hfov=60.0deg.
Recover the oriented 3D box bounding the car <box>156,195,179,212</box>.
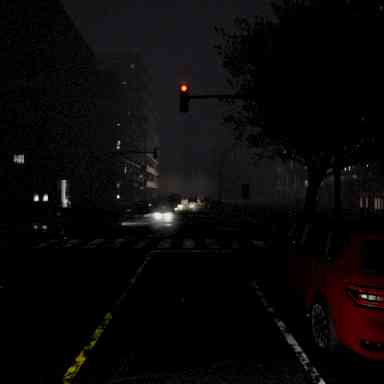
[{"bbox_3d":[-3.081,1.505,39.209,2.128,1.511,4.902,0,0,2],"label":"car"}]

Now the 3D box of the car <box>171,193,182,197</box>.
[{"bbox_3d":[-3.048,1.257,60.142,2.150,2.045,5.566,0,0,0],"label":"car"}]

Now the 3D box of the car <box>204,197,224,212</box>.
[{"bbox_3d":[2.703,1.557,38.310,1.887,1.381,4.507,0,0,0],"label":"car"}]

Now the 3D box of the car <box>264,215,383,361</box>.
[{"bbox_3d":[2.695,1.315,5.922,2.192,1.841,5.009,0,0,0],"label":"car"}]

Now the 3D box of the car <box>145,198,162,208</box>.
[{"bbox_3d":[-5.674,1.573,49.378,2.008,1.369,4.403,0,0,0],"label":"car"}]

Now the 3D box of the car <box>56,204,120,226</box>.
[{"bbox_3d":[-7.132,1.551,22.981,4.181,1.385,1.994,1,0,-19],"label":"car"}]

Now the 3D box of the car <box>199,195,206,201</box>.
[{"bbox_3d":[2.718,1.621,88.104,1.887,1.381,4.507,0,0,0],"label":"car"}]

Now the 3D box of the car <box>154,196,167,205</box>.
[{"bbox_3d":[-5.670,1.476,60.444,1.967,1.590,4.097,0,0,0],"label":"car"}]

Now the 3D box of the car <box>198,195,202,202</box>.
[{"bbox_3d":[2.711,1.625,65.973,1.802,1.307,4.206,0,0,0],"label":"car"}]

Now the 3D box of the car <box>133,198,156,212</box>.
[{"bbox_3d":[-5.677,1.563,38.312,2.008,1.369,4.403,0,0,0],"label":"car"}]

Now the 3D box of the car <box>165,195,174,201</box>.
[{"bbox_3d":[-5.664,1.507,82.574,1.967,1.590,4.097,0,0,0],"label":"car"}]

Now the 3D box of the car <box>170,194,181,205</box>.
[{"bbox_3d":[-3.071,1.500,49.430,1.882,1.535,5.008,0,0,0],"label":"car"}]

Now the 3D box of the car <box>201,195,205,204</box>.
[{"bbox_3d":[2.706,1.548,49.545,1.752,1.417,4.829,0,0,0],"label":"car"}]

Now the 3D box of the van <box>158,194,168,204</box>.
[{"bbox_3d":[-5.669,1.384,65.977,1.690,1.788,3.998,0,0,0],"label":"van"}]

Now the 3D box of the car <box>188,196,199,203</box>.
[{"bbox_3d":[0.121,1.648,69.007,1.895,1.301,4.718,0,0,0],"label":"car"}]

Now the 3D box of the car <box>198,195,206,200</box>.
[{"bbox_3d":[2.719,1.638,93.637,2.008,1.369,4.403,0,0,0],"label":"car"}]

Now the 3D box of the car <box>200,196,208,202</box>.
[{"bbox_3d":[2.714,1.584,77.209,1.752,1.417,4.829,0,0,0],"label":"car"}]
